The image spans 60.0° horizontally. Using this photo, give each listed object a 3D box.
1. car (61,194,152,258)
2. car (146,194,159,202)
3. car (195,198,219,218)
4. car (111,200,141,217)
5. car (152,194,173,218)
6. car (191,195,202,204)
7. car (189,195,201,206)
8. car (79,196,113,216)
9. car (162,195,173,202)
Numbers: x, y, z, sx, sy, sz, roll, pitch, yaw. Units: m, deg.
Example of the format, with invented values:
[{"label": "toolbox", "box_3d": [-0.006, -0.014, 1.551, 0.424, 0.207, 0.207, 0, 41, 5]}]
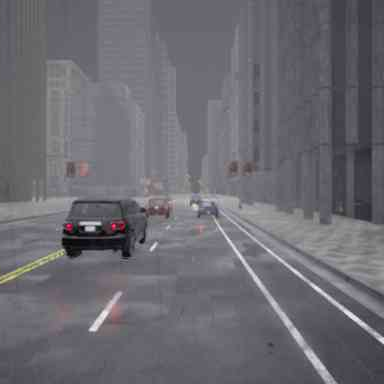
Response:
[{"label": "car", "box_3d": [-3.088, 1.210, 12.841, 2.150, 2.045, 5.566, 0, 0, 0]}, {"label": "car", "box_3d": [-8.707, 1.246, 73.804, 2.097, 1.767, 4.553, 0, 0, 1]}, {"label": "car", "box_3d": [1.402, 1.502, 29.521, 1.812, 1.442, 4.674, 0, 0, 1]}, {"label": "car", "box_3d": [-6.283, 1.536, 32.229, 1.994, 1.385, 4.181, 0, 0, 1]}, {"label": "car", "box_3d": [-2.877, 1.327, 29.640, 2.097, 1.767, 4.553, 0, 0, 1]}, {"label": "car", "box_3d": [0.896, 1.439, 65.654, 2.128, 1.511, 4.902, 0, 0, 1]}, {"label": "car", "box_3d": [0.688, 1.308, 53.195, 2.097, 1.767, 4.553, 0, 0, 2]}, {"label": "car", "box_3d": [-9.511, 1.322, 33.407, 2.097, 1.767, 4.553, 0, 0, 1]}, {"label": "car", "box_3d": [-5.458, 1.444, 73.717, 1.994, 1.385, 4.181, 0, 0, 1]}]
